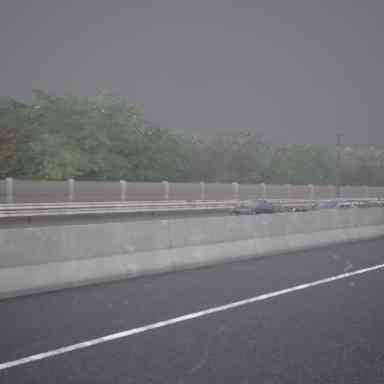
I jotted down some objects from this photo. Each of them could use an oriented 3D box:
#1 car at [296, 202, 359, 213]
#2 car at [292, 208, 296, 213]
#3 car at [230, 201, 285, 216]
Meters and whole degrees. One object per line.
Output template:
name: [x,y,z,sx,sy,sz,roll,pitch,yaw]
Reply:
car: [10.051,1.456,23.764,4.902,1.511,2.128,0,0,-34]
car: [10.741,1.563,28.476,4.718,1.301,1.895,0,0,-34]
car: [5.868,1.505,29.399,5.357,1.411,2.033,0,0,-35]
